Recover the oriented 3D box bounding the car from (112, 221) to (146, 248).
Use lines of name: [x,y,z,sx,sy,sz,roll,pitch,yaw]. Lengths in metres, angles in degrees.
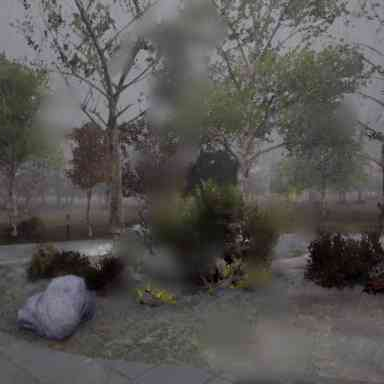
car: [-0.599,1.232,11.487,4.181,1.385,1.994,-3,0,2]
